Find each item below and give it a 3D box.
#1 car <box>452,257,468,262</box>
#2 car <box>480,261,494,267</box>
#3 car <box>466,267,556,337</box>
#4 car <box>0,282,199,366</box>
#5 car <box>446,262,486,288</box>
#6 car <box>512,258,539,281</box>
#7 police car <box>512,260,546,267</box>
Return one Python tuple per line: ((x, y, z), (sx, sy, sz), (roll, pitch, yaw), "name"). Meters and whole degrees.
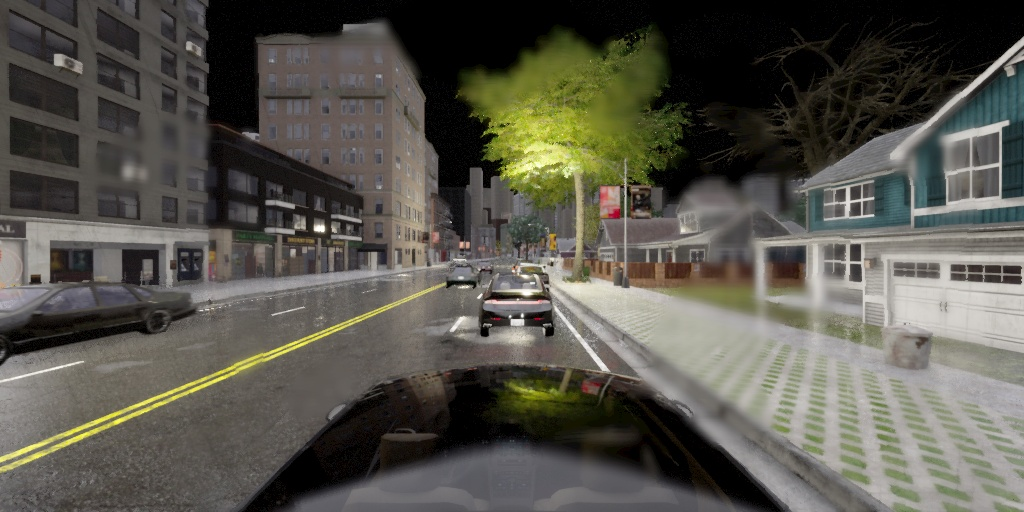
((-6.484, 1.212, 43.641), (2.128, 1.511, 4.902), (0, 0, 0), "car")
((-3.044, 1.270, 41.251), (2.033, 1.411, 5.357), (0, 0, 0), "car")
((0.122, 1.239, 10.277), (2.128, 1.511, 4.902), (0, 0, 0), "car")
((-9.835, 1.296, 7.751), (2.033, 1.411, 5.357), (0, 0, 0), "car")
((-3.089, 1.302, 23.774), (1.994, 1.385, 4.181), (0, 0, 0), "car")
((1.053, 1.083, 30.387), (2.097, 1.767, 4.553), (0, 0, 0), "car")
((1.026, 1.166, 20.527), (1.930, 1.638, 5.238), (0, 0, 0), "police car")
